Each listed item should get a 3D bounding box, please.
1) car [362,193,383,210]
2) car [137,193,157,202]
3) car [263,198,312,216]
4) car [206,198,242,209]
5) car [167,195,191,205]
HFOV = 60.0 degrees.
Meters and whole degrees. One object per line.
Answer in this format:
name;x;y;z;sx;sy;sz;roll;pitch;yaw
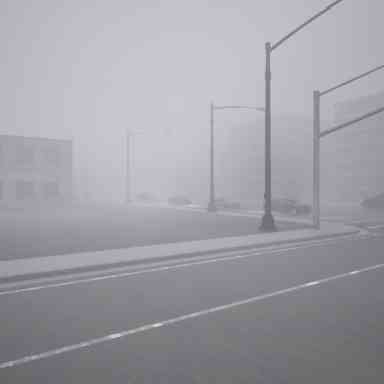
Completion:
car;22.213;1.121;37.580;2.150;2.045;5.566;0;1;-32
car;-7.640;0.866;56.399;2.128;1.511;4.902;0;1;-34
car;9.066;1.345;31.972;1.882;1.535;5.008;0;1;-35
car;3.769;1.332;39.667;1.895;1.301;4.718;0;1;-34
car;-1.885;1.120;47.934;1.994;1.385;4.181;0;1;-34
